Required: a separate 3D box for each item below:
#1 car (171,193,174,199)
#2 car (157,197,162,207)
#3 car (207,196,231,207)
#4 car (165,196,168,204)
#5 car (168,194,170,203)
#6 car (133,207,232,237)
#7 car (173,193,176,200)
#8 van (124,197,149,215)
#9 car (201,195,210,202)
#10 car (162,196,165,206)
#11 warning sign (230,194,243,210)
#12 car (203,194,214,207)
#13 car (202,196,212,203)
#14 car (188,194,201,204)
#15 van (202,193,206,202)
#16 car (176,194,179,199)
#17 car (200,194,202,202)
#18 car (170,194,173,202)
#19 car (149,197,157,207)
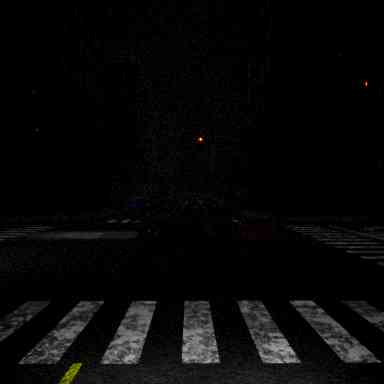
[{"bbox_3d":[-5.488,1.543,73.099,1.887,1.381,4.507,0,0,0],"label":"car"},{"bbox_3d":[-5.633,1.569,44.758,1.947,1.339,4.313,0,0,0],"label":"car"},{"bbox_3d":[2.834,1.442,33.380,1.967,1.590,4.097,0,0,0],"label":"car"},{"bbox_3d":[-5.575,1.568,56.095,1.947,1.339,4.313,0,0,0],"label":"car"},{"bbox_3d":[-5.547,1.527,61.593,1.752,1.417,4.829,0,0,0],"label":"car"},{"bbox_3d":[-0.443,1.601,17.390,4.718,1.301,1.895,0,0,0],"label":"car"},{"bbox_3d":[-5.460,1.522,78.598,1.752,1.417,4.829,0,0,0],"label":"car"},{"bbox_3d":[-5.692,1.343,33.422,1.690,1.788,3.998,0,0,0],"label":"van"},{"bbox_3d":[3.067,1.437,78.734,1.967,1.590,4.097,0,0,0],"label":"car"},{"bbox_3d":[-5.604,1.585,50.427,1.802,1.307,4.206,0,0,0],"label":"car"},{"bbox_3d":[5.266,1.118,39.362,1.300,1.860,1.060,0,0,0],"label":"warning sign"},{"bbox_3d":[2.892,1.443,44.718,1.967,1.590,4.097,0,0,0],"label":"car"},{"bbox_3d":[3.009,1.551,67.395,2.008,1.369,4.403,0,0,0],"label":"car"},{"bbox_3d":[0.324,1.565,63.753,1.994,1.385,4.181,0,0,0],"label":"car"},{"bbox_3d":[2.950,1.344,56.057,1.690,1.788,3.998,0,0,0],"label":"van"},{"bbox_3d":[-5.401,1.307,90.104,2.192,1.841,5.009,0,0,0],"label":"car"},{"bbox_3d":[2.980,1.527,61.896,1.752,1.417,4.829,0,0,0],"label":"car"},{"bbox_3d":[-5.517,1.566,67.431,1.947,1.339,4.313,0,0,0],"label":"car"},{"bbox_3d":[-5.662,1.443,39.090,1.967,1.590,4.097,0,0,0],"label":"car"}]
